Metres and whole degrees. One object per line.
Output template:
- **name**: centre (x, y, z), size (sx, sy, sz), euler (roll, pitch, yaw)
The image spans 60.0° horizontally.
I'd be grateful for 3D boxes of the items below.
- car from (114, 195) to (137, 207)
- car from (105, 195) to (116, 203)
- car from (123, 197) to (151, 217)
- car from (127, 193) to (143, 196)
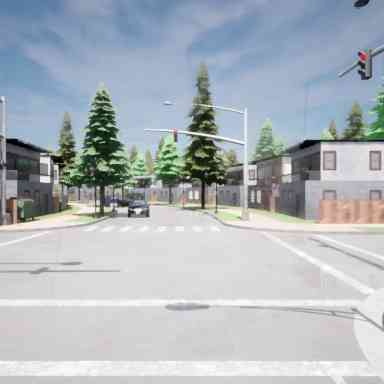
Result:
- **car**: centre (-9.849, 1.566, 49.292), size (1.895, 1.301, 4.718), euler (0, 0, -24)
- **car**: centre (-16.518, 1.318, 66.760), size (2.097, 1.767, 4.553), euler (0, 0, -45)
- **car**: centre (-4.844, 1.457, 30.545), size (2.128, 1.511, 4.902), euler (0, 0, -7)
- **car**: centre (-10.401, 1.187, 58.418), size (2.150, 2.045, 5.566), euler (0, 0, -36)
